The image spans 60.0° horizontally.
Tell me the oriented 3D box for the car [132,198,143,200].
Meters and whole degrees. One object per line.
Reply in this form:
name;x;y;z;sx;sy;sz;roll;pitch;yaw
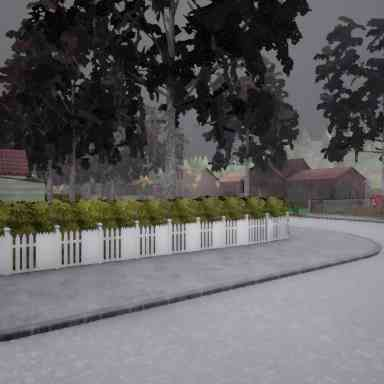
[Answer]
car;-7.066;1.526;42.952;1.812;1.442;4.674;0;0;-35

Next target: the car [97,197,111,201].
car;-17.267;1.564;64.464;1.994;1.385;4.181;0;0;-36
